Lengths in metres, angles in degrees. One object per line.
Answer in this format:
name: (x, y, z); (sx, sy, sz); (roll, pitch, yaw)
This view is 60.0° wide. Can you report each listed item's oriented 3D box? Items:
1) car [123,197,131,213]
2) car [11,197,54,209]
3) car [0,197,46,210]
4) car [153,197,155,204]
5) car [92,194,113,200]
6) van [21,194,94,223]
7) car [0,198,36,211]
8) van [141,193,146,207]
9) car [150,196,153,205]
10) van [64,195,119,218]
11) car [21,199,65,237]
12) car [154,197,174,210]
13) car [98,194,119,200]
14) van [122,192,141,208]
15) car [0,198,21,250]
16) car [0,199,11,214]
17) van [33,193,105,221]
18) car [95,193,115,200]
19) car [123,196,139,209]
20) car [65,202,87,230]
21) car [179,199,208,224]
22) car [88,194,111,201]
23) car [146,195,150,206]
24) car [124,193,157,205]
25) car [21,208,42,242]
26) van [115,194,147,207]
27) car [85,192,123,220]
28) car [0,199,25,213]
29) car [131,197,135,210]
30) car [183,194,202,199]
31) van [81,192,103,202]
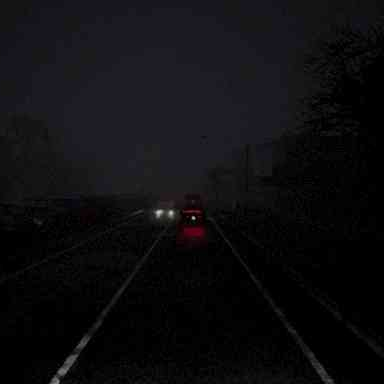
car: (-8.952, 1.526, 32.941); (4.892, 1.521, 2.231); (0, 0, 0)
car: (-22.036, 1.484, 46.189); (4.892, 1.521, 2.231); (0, 0, 0)
car: (-22.033, 1.497, 43.411); (5.008, 1.535, 2.097); (0, 0, 0)
car: (-8.788, 1.422, 55.373); (5.366, 1.575, 1.946); (0, 0, 0)
car: (-22.084, 1.303, 82.271); (4.674, 1.452, 2.002); (0, 0, 0)
van: (-9.049, 1.287, 21.725); (4.442, 1.987, 1.878); (0, 0, 0)
car: (-22.220, 1.506, 40.634); (5.366, 1.575, 1.946); (0, 0, 0)
van: (-8.843, 1.267, 44.155); (4.442, 1.987, 1.878); (0, 0, 0)
car: (-8.973, 1.482, 52.570); (4.674, 1.452, 2.002); (0, 0, 0)
van: (-9.059, 1.301, 30.133); (4.442, 1.987, 1.878); (0, 0, 0)
car: (-8.956, 1.377, 16.118); (4.553, 1.767, 2.185); (0, 0, 0)
car: (-3.332, 1.465, 42.836); (1.882, 1.535, 5.008); (0, 0, 0)
car: (-22.099, 1.230, 87.822); (5.008, 1.535, 2.097); (0, 0, 0)
van: (-9.073, 1.279, 41.354); (4.442, 1.987, 1.878); (0, 0, 0)
car: (-8.890, 1.242, 10.512); (5.566, 2.045, 2.435); (0, 0, 0)
car: (-22.057, 1.554, 35.079); (4.792, 1.488, 2.163); (0, 0, 0)
van: (-9.052, 1.292, 24.528); (4.442, 1.987, 1.878); (0, 0, 0)
car: (-22.121, 1.121, 85.045); (4.553, 1.767, 2.185); (0, 0, 0)
car: (-8.982, 1.547, 38.552); (4.792, 1.488, 2.163); (0, 0, 0)
car: (-8.922, 1.509, 18.921); (4.892, 1.521, 2.231); (0, 0, 0)
car: (0.104, 1.525, 24.907); (1.837, 1.490, 4.892); (0, -1, 0)
car: (-22.078, 1.279, 79.495); (5.008, 1.535, 2.097); (0, 0, 0)
car: (-8.958, 1.477, 46.964); (5.008, 1.535, 2.097); (0, 0, 0)
car: (-8.949, 1.157, 58.175); (5.566, 2.045, 2.435); (0, 0, 0)
car: (-8.919, 1.538, 13.315); (4.674, 1.452, 2.002); (0, 0, 0)
van: (-9.083, 1.234, 49.766); (4.442, 1.987, 1.878); (0, 0, 0)
car: (-8.911, 1.271, 27.333); (5.566, 2.045, 2.435); (0, 0, 0)
car: (-22.002, 1.551, 37.863); (4.792, 1.488, 2.163); (0, 0, 0)
car: (-8.947, 1.563, 35.744); (4.674, 1.452, 2.002); (0, 0, 0)
car: (0.097, 1.216, 41.033); (2.150, 2.045, 5.566); (0, 0, 0)
van: (-22.192, 1.086, 73.942); (4.442, 1.987, 1.878); (0, 0, 0)
